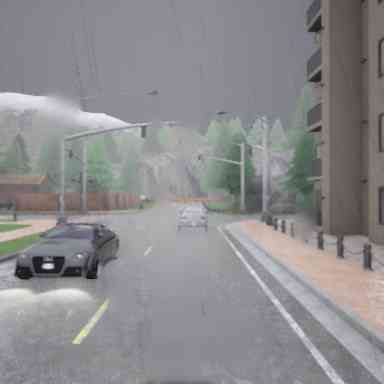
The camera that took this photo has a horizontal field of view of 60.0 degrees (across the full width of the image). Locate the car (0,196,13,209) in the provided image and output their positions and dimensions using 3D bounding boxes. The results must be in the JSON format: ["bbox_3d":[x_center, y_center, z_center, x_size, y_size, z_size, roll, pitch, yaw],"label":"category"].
[{"bbox_3d":[-25.011,1.449,42.816,1.932,1.855,4.605,0,0,-1],"label":"car"}]

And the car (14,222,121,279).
[{"bbox_3d":[-3.499,1.633,10.090,1.994,1.385,4.181,0,0,0],"label":"car"}]

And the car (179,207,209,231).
[{"bbox_3d":[0.106,1.673,21.756,1.812,1.442,4.674,0,0,0],"label":"car"}]
